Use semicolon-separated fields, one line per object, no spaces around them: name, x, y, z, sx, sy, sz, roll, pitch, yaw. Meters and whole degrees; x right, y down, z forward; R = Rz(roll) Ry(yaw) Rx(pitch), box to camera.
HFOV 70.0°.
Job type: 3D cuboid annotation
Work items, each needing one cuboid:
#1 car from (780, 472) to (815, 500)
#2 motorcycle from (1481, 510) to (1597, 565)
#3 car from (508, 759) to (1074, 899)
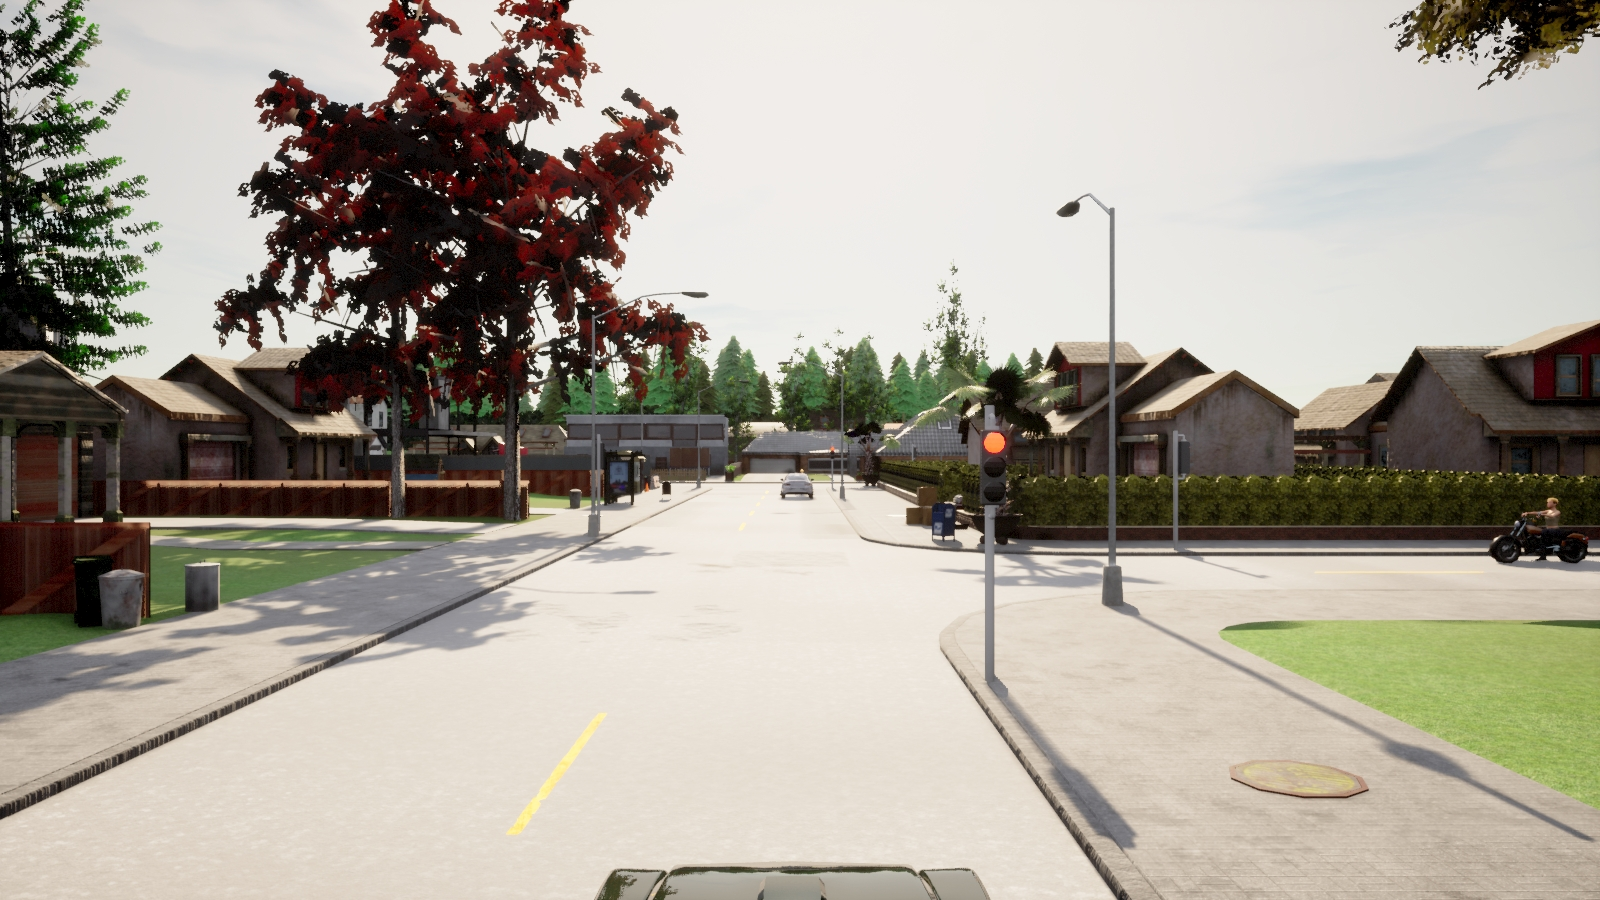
car;-0.164;2.081;66.907;2.002;1.442;4.674;0;0;0
motorcycle;18.237;2.155;28.222;2.356;1.307;0.764;0;0;0
car;-0.028;2.155;3.193;1.895;1.301;4.718;0;0;0
